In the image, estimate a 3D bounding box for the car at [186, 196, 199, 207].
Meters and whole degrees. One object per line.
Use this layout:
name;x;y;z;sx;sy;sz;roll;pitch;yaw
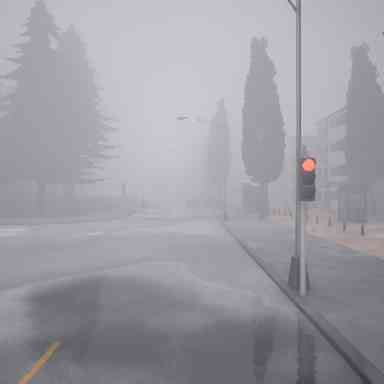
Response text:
car;0.078;1.563;51.176;1.994;1.385;4.181;0;0;0

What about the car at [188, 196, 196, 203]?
car;0.012;1.669;73.090;1.882;1.535;5.008;0;0;0
